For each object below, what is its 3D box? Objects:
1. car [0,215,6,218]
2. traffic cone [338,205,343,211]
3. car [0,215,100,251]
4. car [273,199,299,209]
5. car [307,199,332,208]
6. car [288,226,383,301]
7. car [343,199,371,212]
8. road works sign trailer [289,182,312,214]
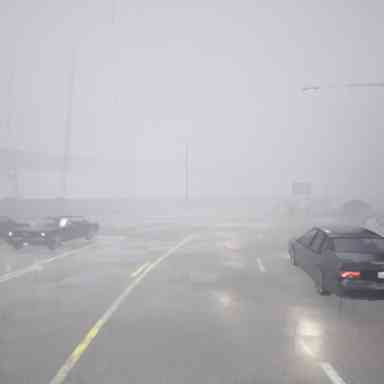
[{"bbox_3d":[-9.589,1.752,15.058,1.895,1.301,4.718,0,-1,10],"label":"car"},{"bbox_3d":[18.988,2.102,42.182,0.340,0.580,0.340,0,-1,-43],"label":"traffic cone"},{"bbox_3d":[-6.059,1.740,15.086,1.895,1.301,4.718,0,-1,11],"label":"car"},{"bbox_3d":[15.407,1.883,54.358,5.008,1.535,1.882,0,-1,-36],"label":"car"},{"bbox_3d":[20.629,1.834,53.751,4.674,1.442,1.812,0,-1,-33],"label":"car"},{"bbox_3d":[3.869,1.608,8.678,2.033,1.411,5.357,0,0,6],"label":"car"},{"bbox_3d":[20.267,1.631,40.955,4.674,1.442,1.812,-1,-2,-40],"label":"car"},{"bbox_3d":[12.825,0.661,38.532,2.880,3.560,2.380,0,-1,-43],"label":"road works sign trailer"}]
